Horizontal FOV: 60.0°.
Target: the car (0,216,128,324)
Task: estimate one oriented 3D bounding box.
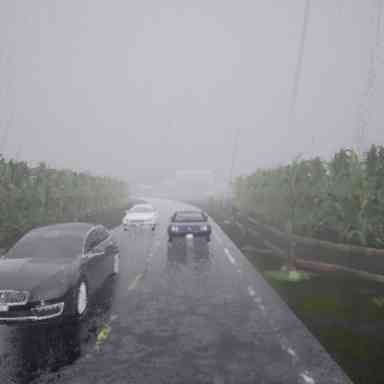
[{"bbox_3d":[-2.897,1.516,7.466,1.837,1.490,4.892,-1,0,-1],"label":"car"}]

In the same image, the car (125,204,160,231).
[{"bbox_3d":[-3.035,1.500,20.613,1.812,1.442,4.674,-1,0,-1],"label":"car"}]

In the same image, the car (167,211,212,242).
[{"bbox_3d":[-0.129,1.559,16.158,1.895,1.301,4.718,-1,0,-1],"label":"car"}]
